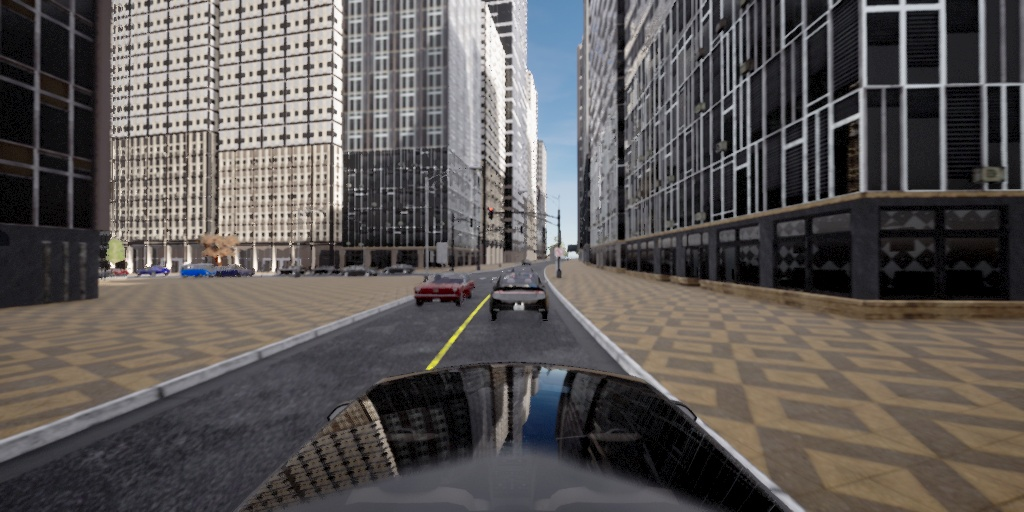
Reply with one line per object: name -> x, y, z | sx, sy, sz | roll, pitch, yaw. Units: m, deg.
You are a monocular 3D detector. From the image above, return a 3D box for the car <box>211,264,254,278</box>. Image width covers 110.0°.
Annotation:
car -> -35.947, 2.043, 46.574 | 4.674, 1.442, 1.812 | -1, -1, 12

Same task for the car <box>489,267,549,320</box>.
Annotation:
car -> 0.267, 1.281, 12.770 | 2.128, 1.511, 4.902 | 0, 0, 2

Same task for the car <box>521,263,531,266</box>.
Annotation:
car -> 0.805, 1.431, 26.611 | 1.895, 1.301, 4.718 | 0, 0, 3

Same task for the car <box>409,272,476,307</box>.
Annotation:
car -> -2.835, 1.400, 15.899 | 1.895, 1.301, 4.718 | 0, 0, 2

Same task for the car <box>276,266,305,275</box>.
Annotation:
car -> -31.636, 2.068, 51.560 | 4.313, 1.339, 1.948 | 0, 0, 12

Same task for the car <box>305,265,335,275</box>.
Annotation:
car -> -26.130, 1.965, 50.415 | 4.313, 1.339, 1.948 | 0, 0, 12

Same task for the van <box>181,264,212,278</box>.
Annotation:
van -> -38.851, 1.883, 44.501 | 3.998, 1.789, 1.690 | 0, 0, 12

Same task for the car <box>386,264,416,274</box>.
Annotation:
car -> -15.117, 1.745, 48.124 | 4.403, 1.370, 2.007 | 0, 0, 12

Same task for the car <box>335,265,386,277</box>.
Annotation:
car -> -16.824, 1.681, 39.919 | 4.403, 1.370, 2.007 | 0, 0, 12
